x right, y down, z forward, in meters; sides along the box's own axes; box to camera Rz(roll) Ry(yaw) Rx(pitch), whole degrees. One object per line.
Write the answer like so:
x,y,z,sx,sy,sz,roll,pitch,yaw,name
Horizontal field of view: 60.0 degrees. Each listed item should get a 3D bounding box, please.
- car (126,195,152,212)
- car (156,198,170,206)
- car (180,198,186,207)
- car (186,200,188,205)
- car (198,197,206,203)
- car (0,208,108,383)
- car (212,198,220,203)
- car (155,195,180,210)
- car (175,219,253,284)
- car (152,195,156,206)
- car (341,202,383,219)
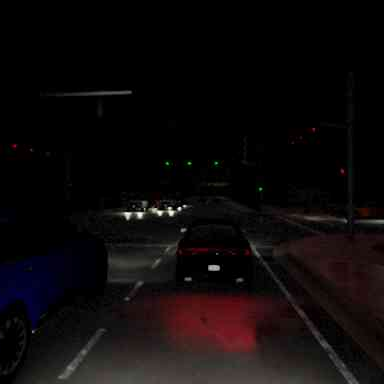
-7.237,1.506,44.743,2.150,2.045,5.566,0,0,2,car
-5.711,1.895,65.113,1.882,1.535,5.008,0,0,5,car
-2.743,1.727,58.059,2.097,1.767,4.553,0,0,4,car
-1.978,2.004,68.000,1.994,1.385,4.181,0,0,4,car
2.693,2.073,84.259,1.812,1.442,4.674,0,0,4,car
-3.124,1.257,5.492,2.150,2.045,5.566,0,0,2,car
6.209,2.105,84.358,1.994,1.385,4.181,0,0,4,car
-3.447,1.533,48.396,2.150,2.045,5.566,0,0,4,car
0.644,1.543,9.887,1.882,1.535,5.008,0,0,4,car
-6.474,1.574,55.063,2.150,2.045,5.566,0,0,4,car
16.389,1.691,30.638,5.008,1.535,1.882,0,0,4,car
